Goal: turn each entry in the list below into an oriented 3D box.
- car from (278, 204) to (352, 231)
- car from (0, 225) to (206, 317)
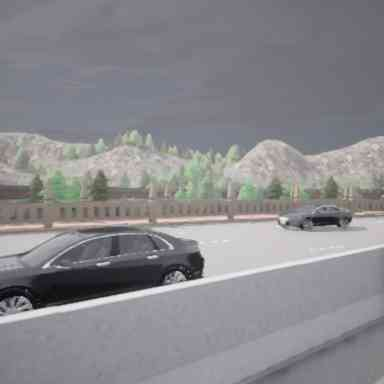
[{"bbox_3d":[7.420,1.470,20.048,4.902,1.511,2.128,0,0,-25],"label":"car"},{"bbox_3d":[-2.004,1.477,6.636,4.892,1.490,1.837,0,0,-34],"label":"car"}]
